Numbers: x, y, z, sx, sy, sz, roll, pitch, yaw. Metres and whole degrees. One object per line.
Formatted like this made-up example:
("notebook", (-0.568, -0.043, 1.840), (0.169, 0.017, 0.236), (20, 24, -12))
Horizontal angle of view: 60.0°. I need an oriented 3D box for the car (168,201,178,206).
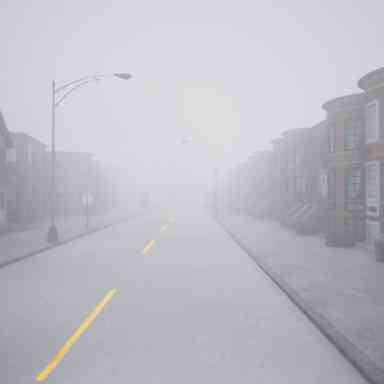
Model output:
("car", (-4.038, 2.489, 70.934), (1.895, 1.301, 4.718), (0, -1, 0))
